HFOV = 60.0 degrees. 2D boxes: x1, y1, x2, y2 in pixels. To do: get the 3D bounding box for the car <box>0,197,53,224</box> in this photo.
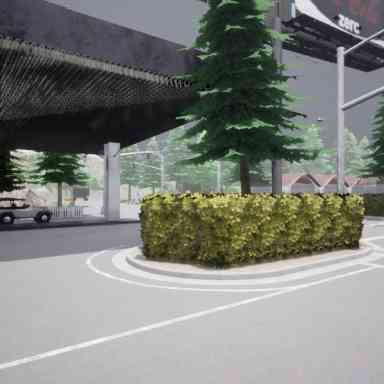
[{"bbox_3d":[-11.996,1.313,23.467,3.866,1.878,1.905,0,0,-36],"label":"car"}]
